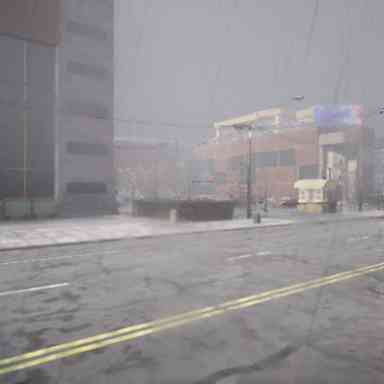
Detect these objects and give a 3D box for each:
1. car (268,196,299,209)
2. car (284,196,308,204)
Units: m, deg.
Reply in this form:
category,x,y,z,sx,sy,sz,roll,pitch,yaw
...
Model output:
category,x,y,z,sx,sy,sz,roll,pitch,yaw
car,12.896,1.270,44.399,4.553,1.767,2.185,0,0,-36
car,19.806,1.443,63.460,4.674,1.452,2.002,0,0,-36
